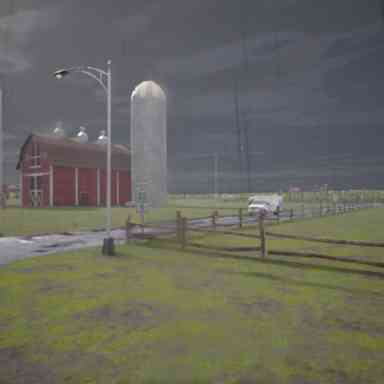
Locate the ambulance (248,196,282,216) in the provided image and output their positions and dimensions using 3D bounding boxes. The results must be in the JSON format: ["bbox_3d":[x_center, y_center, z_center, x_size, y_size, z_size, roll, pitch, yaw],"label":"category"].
[{"bbox_3d":[9.158,1.698,41.479,2.351,2.431,6.366,-1,-1,35],"label":"ambulance"}]
